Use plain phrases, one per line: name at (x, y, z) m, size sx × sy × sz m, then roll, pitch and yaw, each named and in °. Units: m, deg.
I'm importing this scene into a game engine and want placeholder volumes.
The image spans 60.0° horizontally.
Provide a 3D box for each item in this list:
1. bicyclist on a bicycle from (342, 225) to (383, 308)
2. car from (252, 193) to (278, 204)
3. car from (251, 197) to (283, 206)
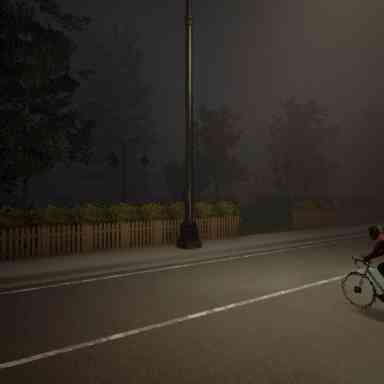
bicyclist on a bicycle at (3.523, 1.453, 6.101) m, size 0.582 × 1.620 × 1.656 m, roll 0°, pitch 0°, yaw -35°
car at (12.404, 1.221, 51.590) m, size 2.150 × 2.045 × 5.566 m, roll 0°, pitch 0°, yaw -36°
car at (12.769, 1.547, 57.095) m, size 2.033 × 1.411 × 5.357 m, roll 0°, pitch 0°, yaw -36°
